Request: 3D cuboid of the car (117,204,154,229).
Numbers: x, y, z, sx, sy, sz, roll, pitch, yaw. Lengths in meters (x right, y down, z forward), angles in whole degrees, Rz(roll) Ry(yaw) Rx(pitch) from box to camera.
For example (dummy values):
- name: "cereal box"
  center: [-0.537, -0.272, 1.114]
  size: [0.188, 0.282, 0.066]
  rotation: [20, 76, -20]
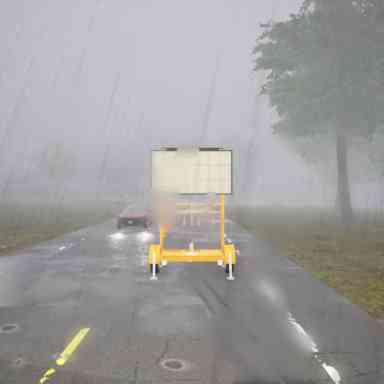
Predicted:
- name: "car"
  center: [-3.642, 1.535, 22.095]
  size: [1.882, 1.535, 5.008]
  rotation: [0, 0, 0]

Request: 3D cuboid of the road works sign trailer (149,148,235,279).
- name: "road works sign trailer"
  center: [0.002, 0.478, 10.019]
  size: [2.380, 3.560, 2.880]
  rotation: [0, 0, 0]

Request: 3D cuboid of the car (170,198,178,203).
- name: "car"
  center: [-4.185, 2.194, 77.811]
  size: [1.812, 1.442, 4.674]
  rotation: [0, -1, -1]
